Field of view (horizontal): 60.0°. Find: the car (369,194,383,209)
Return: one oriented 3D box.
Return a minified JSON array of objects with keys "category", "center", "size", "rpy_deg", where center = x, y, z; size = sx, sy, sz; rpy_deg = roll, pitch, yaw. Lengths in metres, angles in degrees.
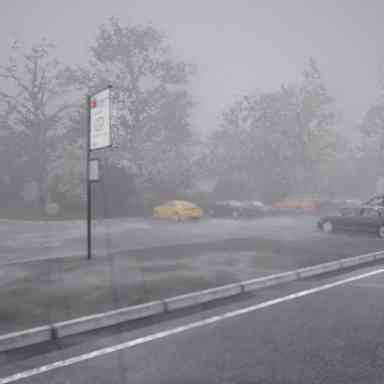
[{"category":"car","center":[28.276,1.344,46.689],"size":[2.435,2.045,5.566],"rpy_deg":[0,0,-36]}]

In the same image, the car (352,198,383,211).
[{"category":"car","center":[23.748,1.587,43.445],"size":[2.163,1.488,4.792],"rpy_deg":[0,0,-36]}]

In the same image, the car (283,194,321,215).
[{"category":"car","center":[10.160,1.327,33.724],"size":[2.185,1.767,4.553],"rpy_deg":[0,0,-36]}]

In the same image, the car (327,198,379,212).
[{"category":"car","center":[19.309,1.519,40.076],"size":[1.946,1.575,5.366],"rpy_deg":[0,0,-36]}]

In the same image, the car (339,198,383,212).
[{"category":"car","center":[21.470,1.540,41.844],"size":[2.097,1.535,5.008],"rpy_deg":[0,0,-36]}]

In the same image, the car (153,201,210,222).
[{"category":"car","center":[-1.191,1.420,25.658],"size":[2.097,1.535,5.008],"rpy_deg":[0,0,-35]}]

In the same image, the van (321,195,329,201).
[{"category":"van","center":[12.337,1.242,35.460],"size":[1.878,1.987,4.442],"rpy_deg":[0,0,-36]}]

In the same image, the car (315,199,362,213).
[{"category":"car","center":[16.937,1.544,38.604],"size":[2.002,1.452,4.674],"rpy_deg":[0,0,-36]}]

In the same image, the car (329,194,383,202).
[{"category":"car","center":[10.914,1.172,18.266],"size":[2.435,2.045,5.566],"rpy_deg":[0,0,-36]}]

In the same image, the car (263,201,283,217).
[{"category":"car","center":[5.608,1.470,30.515],"size":[2.002,1.452,4.674],"rpy_deg":[0,0,-35]}]

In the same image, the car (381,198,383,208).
[{"category":"car","center":[30.527,1.618,48.329],"size":[2.097,1.535,5.008],"rpy_deg":[1,0,-36]}]

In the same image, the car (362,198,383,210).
[{"category":"car","center":[25.979,1.605,45.114],"size":[2.163,1.488,4.792],"rpy_deg":[0,0,-36]}]

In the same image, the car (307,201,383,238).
[{"category":"car","center":[8.653,1.422,16.612],"size":[2.231,1.521,4.892],"rpy_deg":[0,0,-35]}]

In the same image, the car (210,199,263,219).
[{"category":"car","center":[3.337,1.422,28.899],"size":[2.097,1.535,5.008],"rpy_deg":[0,0,-35]}]
